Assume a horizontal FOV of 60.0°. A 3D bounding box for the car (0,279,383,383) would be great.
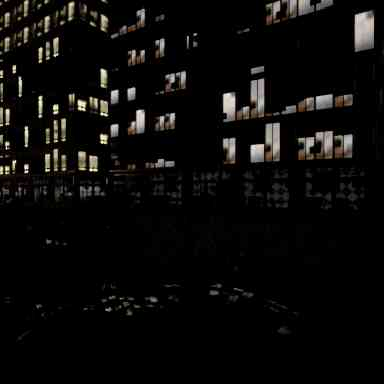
[{"bbox_3d":[-0.441,1.566,3.184,4.313,1.339,1.947,0,0,36],"label":"car"}]
